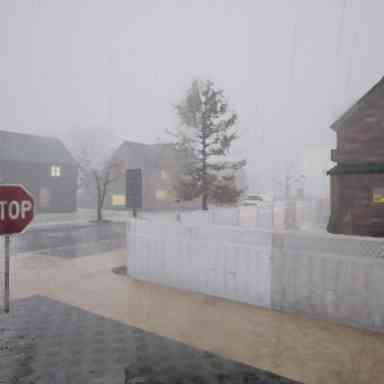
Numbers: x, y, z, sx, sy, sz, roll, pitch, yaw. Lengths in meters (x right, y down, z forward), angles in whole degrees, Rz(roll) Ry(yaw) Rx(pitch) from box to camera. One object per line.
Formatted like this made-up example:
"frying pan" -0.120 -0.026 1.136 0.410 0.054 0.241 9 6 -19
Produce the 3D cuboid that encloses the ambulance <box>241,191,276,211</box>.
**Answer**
"ambulance" 7.873 1.143 39.459 2.351 2.431 6.366 0 -1 34
